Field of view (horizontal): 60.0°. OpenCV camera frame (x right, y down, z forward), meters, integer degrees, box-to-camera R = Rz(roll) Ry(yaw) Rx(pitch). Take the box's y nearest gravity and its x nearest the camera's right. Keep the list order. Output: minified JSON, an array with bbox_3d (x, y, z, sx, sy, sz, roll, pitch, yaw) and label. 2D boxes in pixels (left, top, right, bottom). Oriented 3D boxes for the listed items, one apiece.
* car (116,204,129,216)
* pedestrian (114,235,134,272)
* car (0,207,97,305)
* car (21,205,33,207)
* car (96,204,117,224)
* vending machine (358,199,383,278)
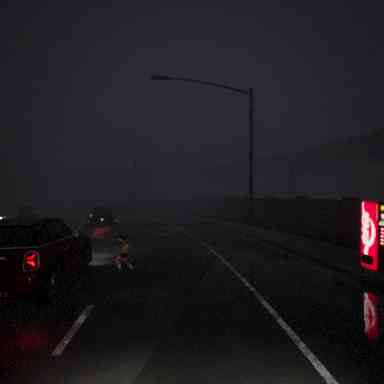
[{"bbox_3d":[-9.435,2.252,42.860,2.128,1.511,4.902,0,-1,-25],"label":"car"},{"bbox_3d":[-1.954,1.737,9.589,0.500,1.100,0.500,-1,0,-6],"label":"pedestrian"},{"bbox_3d":[-3.981,1.401,8.281,2.097,1.767,4.553,0,-1,-4],"label":"car"},{"bbox_3d":[-19.476,2.305,39.290,1.812,1.442,4.674,0,-1,-26],"label":"car"},{"bbox_3d":[-7.750,1.966,28.525,1.837,1.490,4.892,0,-1,-16],"label":"car"},{"bbox_3d":[5.438,1.247,9.325,1.100,2.100,0.880,1,0,-5],"label":"vending machine"}]
